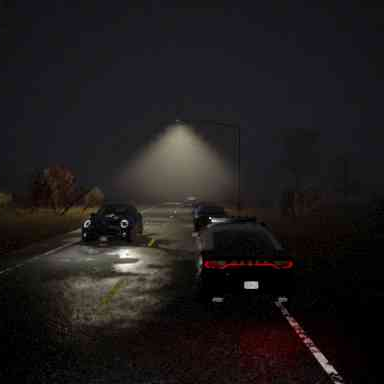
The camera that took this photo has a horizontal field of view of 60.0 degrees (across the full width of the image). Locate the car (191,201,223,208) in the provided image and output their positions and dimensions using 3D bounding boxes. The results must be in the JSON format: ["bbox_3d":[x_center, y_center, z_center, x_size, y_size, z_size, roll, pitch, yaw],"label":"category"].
[{"bbox_3d":[1.008,1.488,18.288,1.837,1.490,4.892,0,0,0],"label":"car"}]

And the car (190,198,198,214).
[{"bbox_3d":[0.995,1.450,24.290,1.882,1.535,5.008,0,0,0],"label":"car"}]

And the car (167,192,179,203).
[{"bbox_3d":[-3.752,1.075,66.675,2.150,2.045,5.566,0,0,-1],"label":"car"}]

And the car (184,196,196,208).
[{"bbox_3d":[-0.072,1.415,45.792,2.128,1.511,4.902,0,0,0],"label":"car"}]

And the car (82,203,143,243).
[{"bbox_3d":[-3.637,1.337,15.912,2.097,1.767,4.553,0,0,0],"label":"car"}]

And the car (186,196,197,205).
[{"bbox_3d":[-0.144,1.407,59.126,1.812,1.442,4.674,0,0,0],"label":"car"}]

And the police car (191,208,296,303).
[{"bbox_3d":[1.031,1.419,8.397,1.930,1.638,5.238,0,0,0],"label":"police car"}]
